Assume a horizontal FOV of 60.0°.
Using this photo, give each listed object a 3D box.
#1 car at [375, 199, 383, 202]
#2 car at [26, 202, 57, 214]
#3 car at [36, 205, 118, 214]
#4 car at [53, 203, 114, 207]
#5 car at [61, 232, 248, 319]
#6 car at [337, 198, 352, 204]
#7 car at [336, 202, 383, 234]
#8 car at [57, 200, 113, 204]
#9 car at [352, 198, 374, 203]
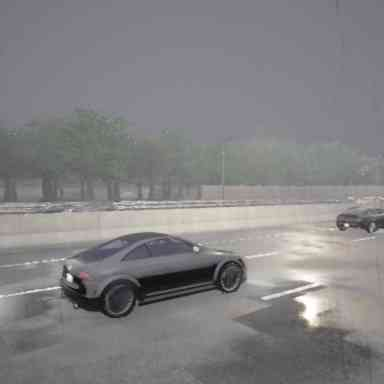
[{"bbox_3d":[27.076,1.529,44.612,4.553,1.767,2.097,0,0,-35],"label":"car"},{"bbox_3d":[-12.109,1.684,29.753,4.902,1.511,2.128,0,0,-36],"label":"car"},{"bbox_3d":[-6.806,1.732,20.638,4.718,1.301,1.895,0,0,-36],"label":"car"},{"bbox_3d":[-7.381,1.754,24.529,4.718,1.301,1.895,0,0,-36],"label":"car"},{"bbox_3d":[-0.707,1.609,7.541,4.181,1.385,1.994,0,0,-36],"label":"car"},{"bbox_3d":[26.730,1.796,57.146,4.181,1.385,1.994,0,0,-34],"label":"car"},{"bbox_3d":[10.561,1.591,19.882,4.892,1.490,1.837,0,0,-35],"label":"car"},{"bbox_3d":[-8.536,1.527,28.004,4.553,1.767,2.097,0,0,-36],"label":"car"},{"bbox_3d":[28.846,1.691,54.365,5.008,1.535,1.882,0,0,-34],"label":"car"}]
